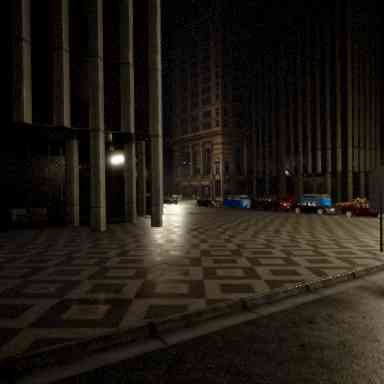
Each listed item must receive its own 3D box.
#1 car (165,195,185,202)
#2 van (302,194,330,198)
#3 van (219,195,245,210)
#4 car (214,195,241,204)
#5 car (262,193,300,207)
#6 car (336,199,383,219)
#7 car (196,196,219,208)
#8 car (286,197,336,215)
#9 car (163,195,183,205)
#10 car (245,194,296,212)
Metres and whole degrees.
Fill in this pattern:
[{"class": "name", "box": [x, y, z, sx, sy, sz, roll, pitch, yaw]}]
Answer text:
[{"class": "car", "box": [-3.556, 1.258, 69.737, 2.008, 1.369, 4.403, -1, 1, -36]}, {"class": "van", "box": [15.811, 1.178, 42.832, 1.690, 1.788, 3.998, -1, 1, -36]}, {"class": "van", "box": [5.652, 1.294, 42.342, 1.690, 1.788, 3.998, -1, 1, -36]}, {"class": "car", "box": [6.029, 1.297, 56.423, 1.752, 1.417, 4.829, -1, 1, -36]}, {"class": "car", "box": [12.582, 1.130, 47.316, 2.192, 1.841, 5.009, -1, 1, -36]}, {"class": "car", "box": [15.344, 1.567, 28.895, 1.887, 1.381, 4.507, -1, 1, -36]}, {"class": "car", "box": [2.424, 1.372, 46.825, 1.967, 1.590, 4.097, -1, 1, -36]}, {"class": "car", "box": [12.114, 1.549, 33.378, 2.008, 1.369, 4.403, -1, 1, -36]}, {"class": "car", "box": [-4.036, 1.439, 55.793, 2.008, 1.369, 4.403, -1, 1, -36]}, {"class": "car", "box": [8.882, 1.290, 37.859, 2.192, 1.841, 5.009, -1, 1, -36]}]
